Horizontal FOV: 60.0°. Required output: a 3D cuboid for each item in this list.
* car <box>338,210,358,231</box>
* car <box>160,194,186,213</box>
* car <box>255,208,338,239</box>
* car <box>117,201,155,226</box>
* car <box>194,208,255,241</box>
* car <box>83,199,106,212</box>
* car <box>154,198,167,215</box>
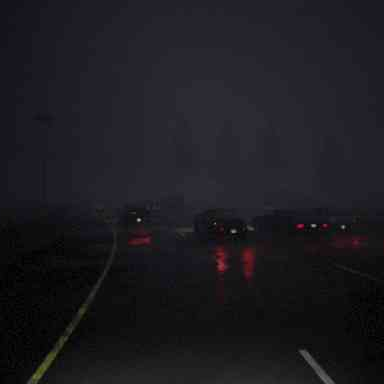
[{"bbox_3d":[7.746,1.618,20.355,1.895,1.301,4.718,0,0,-14],"label":"car"},{"bbox_3d":[-2.631,1.289,38.149,2.150,2.045,5.566,0,-1,-28],"label":"car"},{"bbox_3d":[4.904,1.566,17.391,2.033,1.411,5.357,0,0,-13],"label":"car"},{"bbox_3d":[-4.200,1.555,23.823,1.837,1.490,4.892,0,0,-18],"label":"car"},{"bbox_3d":[1.360,1.552,16.953,1.812,1.442,4.674,0,0,-12],"label":"car"},{"bbox_3d":[-11.739,1.620,40.031,1.812,1.442,4.674,0,0,-31],"label":"car"},{"bbox_3d":[-4.788,1.617,34.776,2.033,1.411,5.357,0,0,-26],"label":"car"}]
